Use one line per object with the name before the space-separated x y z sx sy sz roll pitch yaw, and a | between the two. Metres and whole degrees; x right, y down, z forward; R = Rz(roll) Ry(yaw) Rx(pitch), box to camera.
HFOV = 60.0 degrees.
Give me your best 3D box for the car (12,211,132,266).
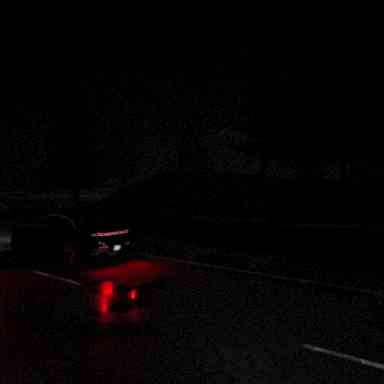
car | -4.165 1.394 11.162 4.902 1.511 2.128 1 0 35
